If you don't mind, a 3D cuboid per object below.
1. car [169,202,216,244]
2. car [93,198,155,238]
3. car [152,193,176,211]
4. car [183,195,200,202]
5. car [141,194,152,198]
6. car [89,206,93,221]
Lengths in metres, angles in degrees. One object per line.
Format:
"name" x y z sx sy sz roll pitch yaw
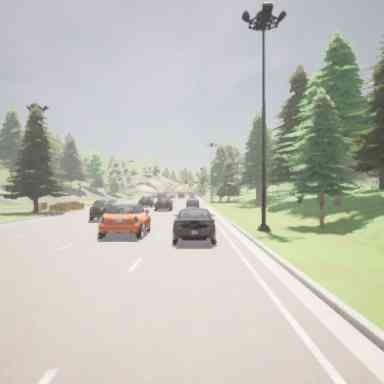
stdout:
"car" 0.101 1.488 16.018 1.882 1.535 5.008 0 0 0
"car" -3.408 1.362 17.707 2.097 1.767 4.553 0 0 0
"car" -3.399 1.378 41.664 2.097 1.767 4.553 0 0 0
"car" 0.104 1.522 47.479 2.128 1.511 4.902 0 0 0
"car" -6.897 1.384 51.383 2.097 1.767 4.553 0 0 0
"car" -6.898 1.369 27.519 2.097 1.767 4.553 0 0 0
